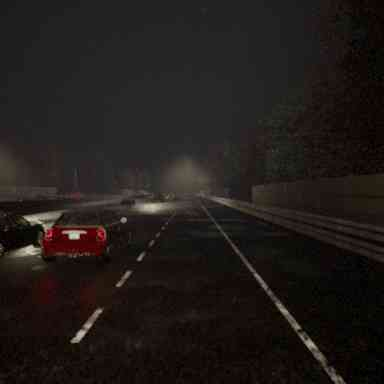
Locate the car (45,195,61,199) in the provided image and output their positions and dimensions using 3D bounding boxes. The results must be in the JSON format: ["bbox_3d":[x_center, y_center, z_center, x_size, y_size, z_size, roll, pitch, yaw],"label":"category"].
[{"bbox_3d":[-28.082,1.312,69.338,2.128,1.511,4.902,0,0,0],"label":"car"}]

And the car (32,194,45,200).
[{"bbox_3d":[-31.582,1.250,69.333,1.882,1.535,5.008,0,0,0],"label":"car"}]

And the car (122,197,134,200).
[{"bbox_3d":[-10.564,1.538,55.049,1.994,1.385,4.181,0,0,0],"label":"car"}]

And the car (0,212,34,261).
[{"bbox_3d":[-7.009,1.482,11.949,1.837,1.490,4.892,0,0,0],"label":"car"}]

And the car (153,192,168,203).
[{"bbox_3d":[-7.084,1.219,71.519,2.150,2.045,5.566,0,0,0],"label":"car"}]

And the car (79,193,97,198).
[{"bbox_3d":[-21.082,1.339,69.347,2.128,1.511,4.902,0,0,0],"label":"car"}]

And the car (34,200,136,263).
[{"bbox_3d":[-3.512,1.341,12.040,2.097,1.767,4.553,0,0,0],"label":"car"}]

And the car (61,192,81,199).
[{"bbox_3d":[-24.581,1.025,69.313,2.150,2.045,5.566,0,0,0],"label":"car"}]

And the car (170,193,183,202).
[{"bbox_3d":[-3.593,1.510,77.542,1.837,1.490,4.892,0,0,0],"label":"car"}]
